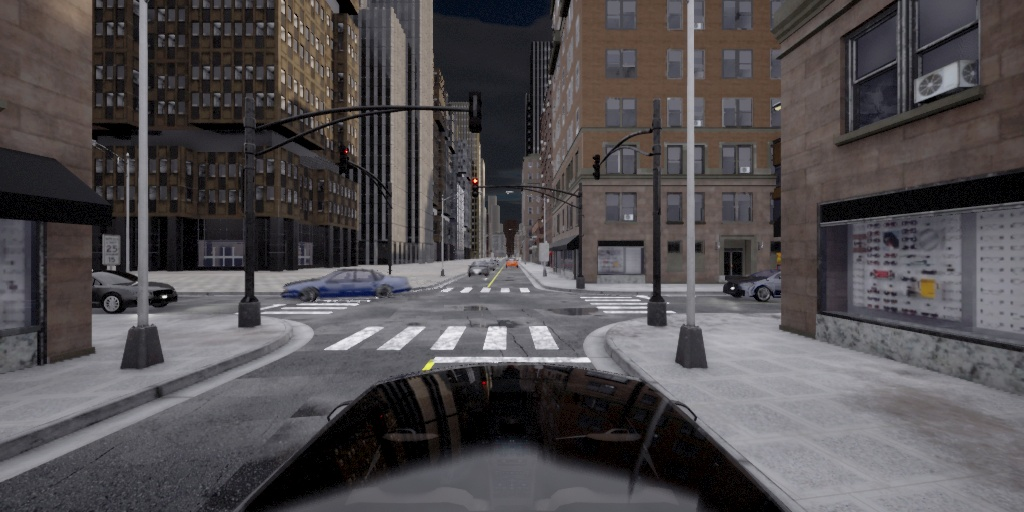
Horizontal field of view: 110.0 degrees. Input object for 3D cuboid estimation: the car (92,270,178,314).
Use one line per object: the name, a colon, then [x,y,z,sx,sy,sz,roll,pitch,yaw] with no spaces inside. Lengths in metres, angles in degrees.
car: [-15.257,1.259,13.222,4.892,1.490,1.837,0,0,0]

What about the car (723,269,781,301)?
car: [12.222,1.313,16.654,4.181,1.385,1.994,0,0,-1]

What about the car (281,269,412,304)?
car: [-7.460,1.304,16.614,5.357,1.411,2.033,0,0,-27]

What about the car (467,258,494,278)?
car: [-3.160,1.244,34.636,2.128,1.511,4.902,0,0,0]

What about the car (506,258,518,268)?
car: [-0.015,1.101,61.649,2.097,1.767,4.553,0,0,0]

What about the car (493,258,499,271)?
car: [-3.181,1.238,48.003,2.128,1.511,4.902,0,0,0]
